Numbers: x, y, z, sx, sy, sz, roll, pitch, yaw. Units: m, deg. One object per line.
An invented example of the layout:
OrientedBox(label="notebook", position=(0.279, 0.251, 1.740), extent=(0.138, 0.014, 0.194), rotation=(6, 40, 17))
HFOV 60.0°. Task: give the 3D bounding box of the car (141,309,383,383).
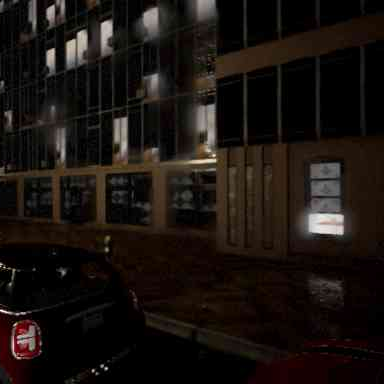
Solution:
OrientedBox(label="car", position=(1.968, 1.439, 1.472), extent=(4.097, 1.590, 1.967), rotation=(0, 0, 35))

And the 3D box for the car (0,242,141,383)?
OrientedBox(label="car", position=(-2.666, 1.449, 4.777), extent=(4.097, 1.590, 1.967), rotation=(0, 0, 35))
